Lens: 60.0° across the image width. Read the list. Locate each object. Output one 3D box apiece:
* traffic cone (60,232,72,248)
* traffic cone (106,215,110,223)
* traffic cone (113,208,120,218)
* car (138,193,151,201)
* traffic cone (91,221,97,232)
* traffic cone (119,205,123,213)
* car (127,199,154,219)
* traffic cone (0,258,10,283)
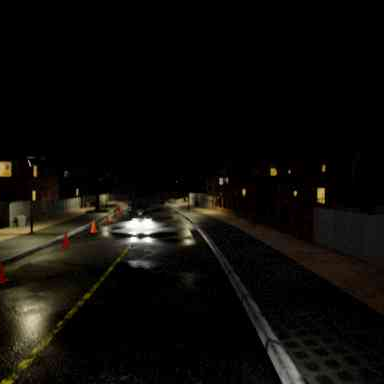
[{"bbox_3d":[-4.987,1.896,13.157,0.340,0.580,0.340,0,0,-3],"label":"traffic cone"},{"bbox_3d":[-5.833,1.856,23.002,0.340,0.580,0.340,0,0,-6],"label":"traffic cone"},{"bbox_3d":[-6.437,1.836,27.906,0.340,0.580,0.340,0,0,-8],"label":"traffic cone"},{"bbox_3d":[-9.648,1.026,67.944,2.128,1.511,4.902,0,0,-1],"label":"car"},{"bbox_3d":[-5.350,1.875,18.084,0.340,0.580,0.340,0,0,-5],"label":"traffic cone"},{"bbox_3d":[-7.161,1.818,32.794,0.340,0.580,0.340,0,0,-9],"label":"traffic cone"},{"bbox_3d":[-4.267,1.364,27.737,2.128,1.511,4.902,0,0,-8],"label":"car"},{"bbox_3d":[-4.745,1.918,8.221,0.340,0.580,0.340,0,0,-2],"label":"traffic cone"}]
